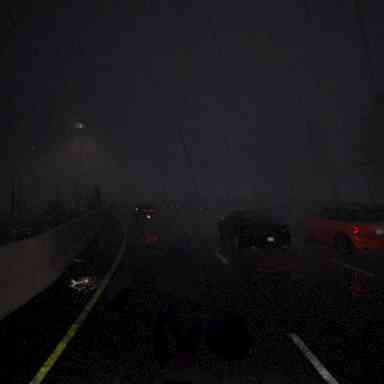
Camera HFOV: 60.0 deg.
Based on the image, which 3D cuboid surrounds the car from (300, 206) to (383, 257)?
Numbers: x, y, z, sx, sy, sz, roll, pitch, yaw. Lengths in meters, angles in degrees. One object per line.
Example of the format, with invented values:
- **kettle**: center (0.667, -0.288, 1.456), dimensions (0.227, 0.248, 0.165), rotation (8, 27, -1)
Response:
- **car**: center (5.988, 1.339, 13.176), dimensions (2.097, 1.767, 4.553), rotation (0, 0, -7)

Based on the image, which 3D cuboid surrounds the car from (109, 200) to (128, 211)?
- **car**: center (-8.949, 1.639, 40.705), dimensions (1.895, 1.301, 4.718), rotation (0, 0, -23)

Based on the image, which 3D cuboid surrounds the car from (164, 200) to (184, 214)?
- **car**: center (-2.884, 1.566, 35.146), dimensions (2.033, 1.411, 5.357), rotation (0, 0, -20)

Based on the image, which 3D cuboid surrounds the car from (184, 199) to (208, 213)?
- **car**: center (0.173, 1.515, 36.754), dimensions (1.837, 1.490, 4.892), rotation (0, 0, -20)

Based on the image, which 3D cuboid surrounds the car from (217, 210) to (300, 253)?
- **car**: center (2.370, 1.475, 13.899), dimensions (1.882, 1.535, 5.008), rotation (0, 0, -8)

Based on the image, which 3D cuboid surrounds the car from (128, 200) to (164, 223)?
- **car**: center (-3.682, 1.522, 25.893), dimensions (1.837, 1.490, 4.892), rotation (0, 0, -15)
